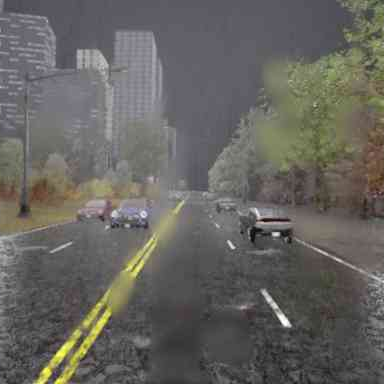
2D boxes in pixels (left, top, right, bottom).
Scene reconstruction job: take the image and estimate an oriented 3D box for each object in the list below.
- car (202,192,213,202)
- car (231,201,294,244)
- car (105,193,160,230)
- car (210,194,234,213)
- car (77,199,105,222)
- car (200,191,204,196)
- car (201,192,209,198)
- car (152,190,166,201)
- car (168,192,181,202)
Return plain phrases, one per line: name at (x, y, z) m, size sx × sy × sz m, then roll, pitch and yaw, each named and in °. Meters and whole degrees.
car at (3.343, 1.064, 60.600) m, size 2.128 × 1.511 × 4.902 m, roll 0°, pitch 0°, yaw 1°
car at (3.341, 1.435, 15.675) m, size 2.128 × 1.511 × 4.902 m, roll 0°, pitch 1°, yaw 0°
car at (-3.353, 1.155, 19.587) m, size 2.097 × 1.767 × 4.553 m, roll 1°, pitch 0°, yaw 0°
car at (3.333, 1.295, 33.476) m, size 2.128 × 1.511 × 4.902 m, roll 0°, pitch 1°, yaw 0°
car at (-6.599, 1.242, 23.501) m, size 1.812 × 1.442 × 4.674 m, roll 1°, pitch 0°, yaw 0°
car at (3.449, 0.982, 71.604) m, size 2.128 × 1.511 × 4.902 m, roll 0°, pitch 1°, yaw 1°
car at (3.684, 0.740, 93.617) m, size 1.882 × 1.535 × 5.008 m, roll 2°, pitch 1°, yaw 1°
car at (-6.367, 0.617, 64.340) m, size 2.150 × 2.045 × 5.566 m, roll 1°, pitch 1°, yaw 1°
car at (-3.161, 0.825, 61.388) m, size 2.097 × 1.767 × 4.553 m, roll 1°, pitch 0°, yaw 1°
